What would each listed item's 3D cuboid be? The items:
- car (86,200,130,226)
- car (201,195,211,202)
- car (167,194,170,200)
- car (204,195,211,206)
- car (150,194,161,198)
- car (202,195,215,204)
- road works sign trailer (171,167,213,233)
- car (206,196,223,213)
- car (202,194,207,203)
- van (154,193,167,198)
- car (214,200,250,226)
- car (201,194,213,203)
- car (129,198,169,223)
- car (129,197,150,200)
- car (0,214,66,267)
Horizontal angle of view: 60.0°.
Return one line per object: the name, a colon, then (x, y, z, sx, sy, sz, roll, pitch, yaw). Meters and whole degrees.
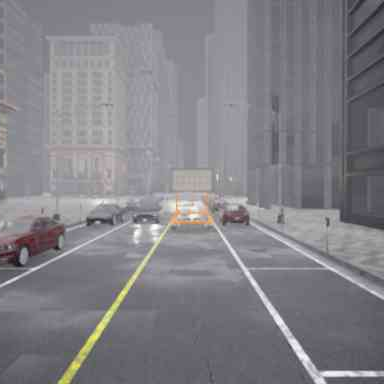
car: (-5.751, 1.471, 22.502, 1.947, 1.339, 4.313, 0, 0, 0)
car: (2.803, 1.241, 67.625, 2.008, 1.369, 4.403, 0, 0, 0)
car: (-5.718, 1.211, 73.270, 2.008, 1.369, 4.403, 0, 0, 0)
car: (2.785, 1.396, 39.421, 1.947, 1.339, 4.313, 0, 0, 0)
car: (-5.736, 1.369, 45.066, 1.947, 1.339, 4.313, 0, 0, 0)
car: (2.796, 1.299, 56.343, 2.008, 1.369, 4.403, 0, 0, 0)
road works sign trailer: (0.012, 0.383, 19.232, 2.380, 3.560, 2.880, 0, 0, 0)
car: (2.781, 1.406, 33.780, 2.008, 1.369, 4.403, 0, 0, 0)
car: (2.792, 1.300, 50.872, 1.752, 1.417, 4.829, 0, 0, 0)
van: (-5.730, 1.089, 56.347, 1.690, 1.788, 3.998, 0, 0, 0)
car: (2.774, 1.450, 22.499, 1.887, 1.381, 4.507, 0, 0, 0)
car: (2.799, 1.159, 61.984, 1.967, 1.590, 4.097, 0, 0, 0)
car: (-3.085, 1.444, 24.453, 2.033, 1.411, 5.357, 0, 0, 0)
car: (-5.744, 1.295, 33.783, 1.967, 1.590, 4.097, 0, 0, 0)
car: (-5.758, 1.497, 11.221, 1.887, 1.381, 4.507, 0, 0, 0)
